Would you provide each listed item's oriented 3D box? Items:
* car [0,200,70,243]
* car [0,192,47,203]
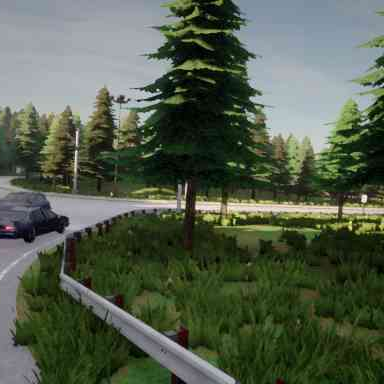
[{"bbox_3d":[-7.588,1.371,15.525,2.033,1.411,5.357,4,1,3],"label":"car"},{"bbox_3d":[-10.561,0.831,20.403,2.097,1.767,4.553,4,2,4],"label":"car"}]
